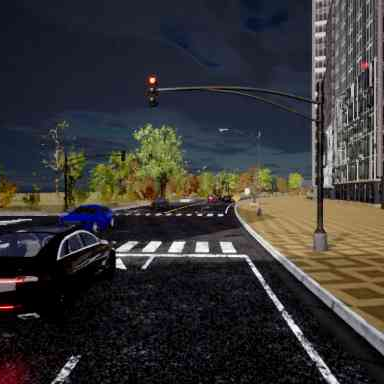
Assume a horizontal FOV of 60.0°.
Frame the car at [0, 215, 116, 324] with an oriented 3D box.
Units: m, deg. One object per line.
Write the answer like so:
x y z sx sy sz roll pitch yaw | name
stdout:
-2.993 1.491 7.121 2.128 1.511 4.902 0 0 1 | car

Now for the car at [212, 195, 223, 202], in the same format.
6.327 1.495 80.564 1.882 1.535 5.008 0 0 14 | car

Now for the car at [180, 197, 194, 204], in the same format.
-0.885 1.607 61.717 1.895 1.301 4.718 0 0 10 | car

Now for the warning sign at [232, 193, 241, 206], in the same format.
6.460 1.122 48.222 1.300 1.860 1.060 0 0 8 | warning sign

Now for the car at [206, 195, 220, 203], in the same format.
4.370 1.366 71.171 2.097 1.767 4.553 0 0 12 | car

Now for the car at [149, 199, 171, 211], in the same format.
-3.907 1.547 41.580 2.033 1.411 5.357 0 0 7 | car

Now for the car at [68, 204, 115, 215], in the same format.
-5.917 1.476 19.279 1.882 1.535 5.008 0 0 4 | car

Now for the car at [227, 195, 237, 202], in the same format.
9.621 1.498 80.376 1.882 1.535 5.008 0 0 14 | car

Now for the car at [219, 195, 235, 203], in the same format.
7.488 1.493 70.118 1.882 1.535 5.008 0 0 12 | car
